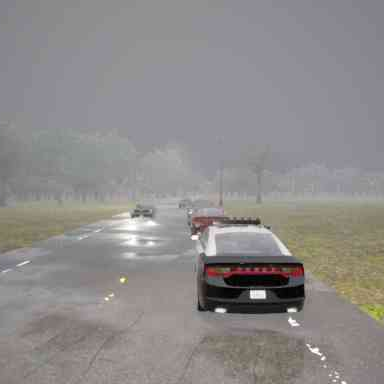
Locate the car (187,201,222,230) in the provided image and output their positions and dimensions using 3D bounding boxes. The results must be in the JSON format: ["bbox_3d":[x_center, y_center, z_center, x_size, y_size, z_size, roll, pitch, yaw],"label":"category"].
[{"bbox_3d":[0.869,1.477,17.792,1.882,1.535,5.008,0,0,-1],"label":"car"}]

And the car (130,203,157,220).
[{"bbox_3d":[-4.076,1.603,28.622,1.895,1.301,4.718,0,0,-2],"label":"car"}]

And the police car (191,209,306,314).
[{"bbox_3d":[1.024,1.424,7.865,1.930,1.638,5.238,0,0,-1],"label":"police car"}]

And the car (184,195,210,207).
[{"bbox_3d":[0.712,1.350,23.779,2.097,1.767,4.553,0,0,-2],"label":"car"}]

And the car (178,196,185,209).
[{"bbox_3d":[-0.906,1.504,46.252,2.128,1.511,4.902,0,0,-1],"label":"car"}]
